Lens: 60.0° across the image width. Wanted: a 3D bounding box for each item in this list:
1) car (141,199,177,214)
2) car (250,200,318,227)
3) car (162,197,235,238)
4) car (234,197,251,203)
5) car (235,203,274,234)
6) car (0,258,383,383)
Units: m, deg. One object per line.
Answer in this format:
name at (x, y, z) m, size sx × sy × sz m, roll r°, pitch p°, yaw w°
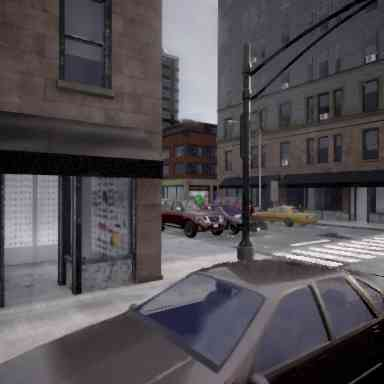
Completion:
car at (-3.682, 1.531, 36.427) m, size 1.887 × 1.381 × 4.507 m, roll 0°, pitch 0°, yaw -36°
car at (6.115, 1.530, 22.697) m, size 1.752 × 1.417 × 4.829 m, roll 0°, pitch 0°, yaw -36°
car at (-0.323, 1.286, 17.905) m, size 2.192 × 1.841 × 5.009 m, roll 0°, pitch 0°, yaw -36°
car at (2.916, 1.314, 27.182) m, size 2.192 × 1.841 × 5.009 m, roll 0°, pitch 0°, yaw -36°
car at (1.795, 1.529, 19.245) m, size 2.033 × 1.411 × 5.357 m, roll 0°, pitch 0°, yaw -38°
car at (0.720, 1.548, 3.666) m, size 5.357 × 1.411 × 2.033 m, roll 0°, pitch 0°, yaw -37°
